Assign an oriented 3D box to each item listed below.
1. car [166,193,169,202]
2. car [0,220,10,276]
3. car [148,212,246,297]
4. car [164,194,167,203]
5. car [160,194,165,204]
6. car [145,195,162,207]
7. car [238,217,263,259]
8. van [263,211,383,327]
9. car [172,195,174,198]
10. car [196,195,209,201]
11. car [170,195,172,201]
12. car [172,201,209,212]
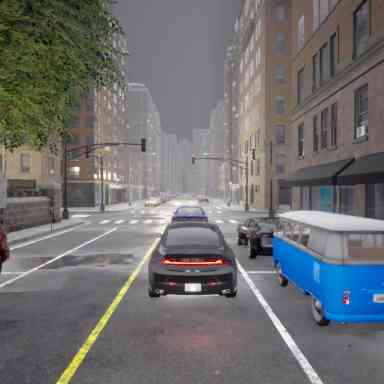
[{"bbox_3d":[-6.185,1.514,66.716,1.887,1.381,4.507,0,0,0],"label":"car"},{"bbox_3d":[-5.716,1.314,6.676,2.192,1.841,5.009,0,0,0],"label":"car"},{"bbox_3d":[0.009,1.503,8.525,1.837,1.490,4.892,0,0,0],"label":"car"},{"bbox_3d":[-6.142,1.514,61.265,1.887,1.381,4.507,0,0,0],"label":"car"},{"bbox_3d":[-6.099,1.521,55.814,2.008,1.369,4.403,0,0,0],"label":"car"},{"bbox_3d":[-6.056,1.498,50.194,1.752,1.417,4.829,0,0,0],"label":"car"},{"bbox_3d":[2.765,1.563,12.443,1.947,1.339,4.313,0,0,0],"label":"car"},{"bbox_3d":[2.808,1.340,6.783,1.690,1.788,3.998,0,0,0],"label":"van"},{"bbox_3d":[-6.313,1.289,83.068,2.192,1.841,5.009,0,0,0],"label":"car"},{"bbox_3d":[2.339,1.409,66.818,1.967,1.590,4.097,0,0,0],"label":"car"},{"bbox_3d":[-6.270,1.522,77.617,2.008,1.369,4.403,0,0,0],"label":"car"},{"bbox_3d":[-0.103,1.472,18.020,1.882,1.535,5.008,0,0,0],"label":"car"}]
